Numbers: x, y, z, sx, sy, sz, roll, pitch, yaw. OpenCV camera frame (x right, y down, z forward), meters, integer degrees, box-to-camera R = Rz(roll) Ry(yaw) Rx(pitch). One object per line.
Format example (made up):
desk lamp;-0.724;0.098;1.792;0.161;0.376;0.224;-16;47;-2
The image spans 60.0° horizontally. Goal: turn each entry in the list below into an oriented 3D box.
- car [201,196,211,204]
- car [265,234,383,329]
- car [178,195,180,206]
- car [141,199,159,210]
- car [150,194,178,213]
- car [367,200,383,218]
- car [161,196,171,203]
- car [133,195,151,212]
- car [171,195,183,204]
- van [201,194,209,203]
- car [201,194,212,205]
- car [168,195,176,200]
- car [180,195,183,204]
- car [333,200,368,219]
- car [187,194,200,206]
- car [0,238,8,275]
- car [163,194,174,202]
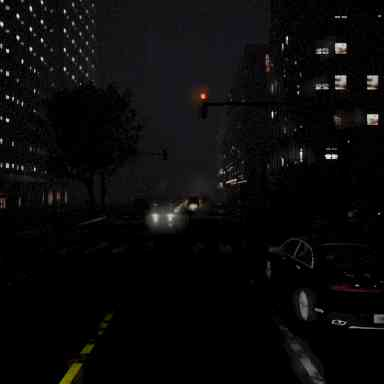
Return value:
car;2.794;1.578;67.040;1.752;1.417;4.829;0;0;0
car;2.700;1.551;6.868;2.008;1.369;4.403;0;0;0
car;-3.023;1.505;46.094;1.882;1.535;5.008;0;0;0
car;-5.622;1.592;44.793;1.947;1.339;4.313;0;0;0
car;-3.042;1.371;37.003;2.097;1.767;4.553;0;0;0
car;15.302;1.338;23.695;4.181;1.385;1.994;-1;0;0
car;-5.579;1.627;72.407;1.947;1.339;4.313;0;0;0
car;-5.631;1.336;39.270;2.192;1.841;5.009;0;0;0
car;-2.938;1.402;65.333;2.097;1.767;4.553;0;0;1
van;2.802;1.402;72.394;1.690;1.788;3.998;0;0;0
car;2.785;1.610;61.347;1.947;1.339;4.313;0;0;0
car;-5.545;1.654;94.498;2.008;1.369;4.403;0;0;0
car;-3.007;1.563;55.402;1.812;1.442;4.674;0;0;1
car;13.467;1.350;26.257;4.403;1.369;2.008;-1;1;0
car;0.188;1.542;55.675;1.837;1.490;4.892;0;0;0
car;-5.680;1.545;6.881;1.887;1.381;4.507;0;0;0
car;-5.571;1.386;77.929;2.192;1.841;5.009;0;0;0
